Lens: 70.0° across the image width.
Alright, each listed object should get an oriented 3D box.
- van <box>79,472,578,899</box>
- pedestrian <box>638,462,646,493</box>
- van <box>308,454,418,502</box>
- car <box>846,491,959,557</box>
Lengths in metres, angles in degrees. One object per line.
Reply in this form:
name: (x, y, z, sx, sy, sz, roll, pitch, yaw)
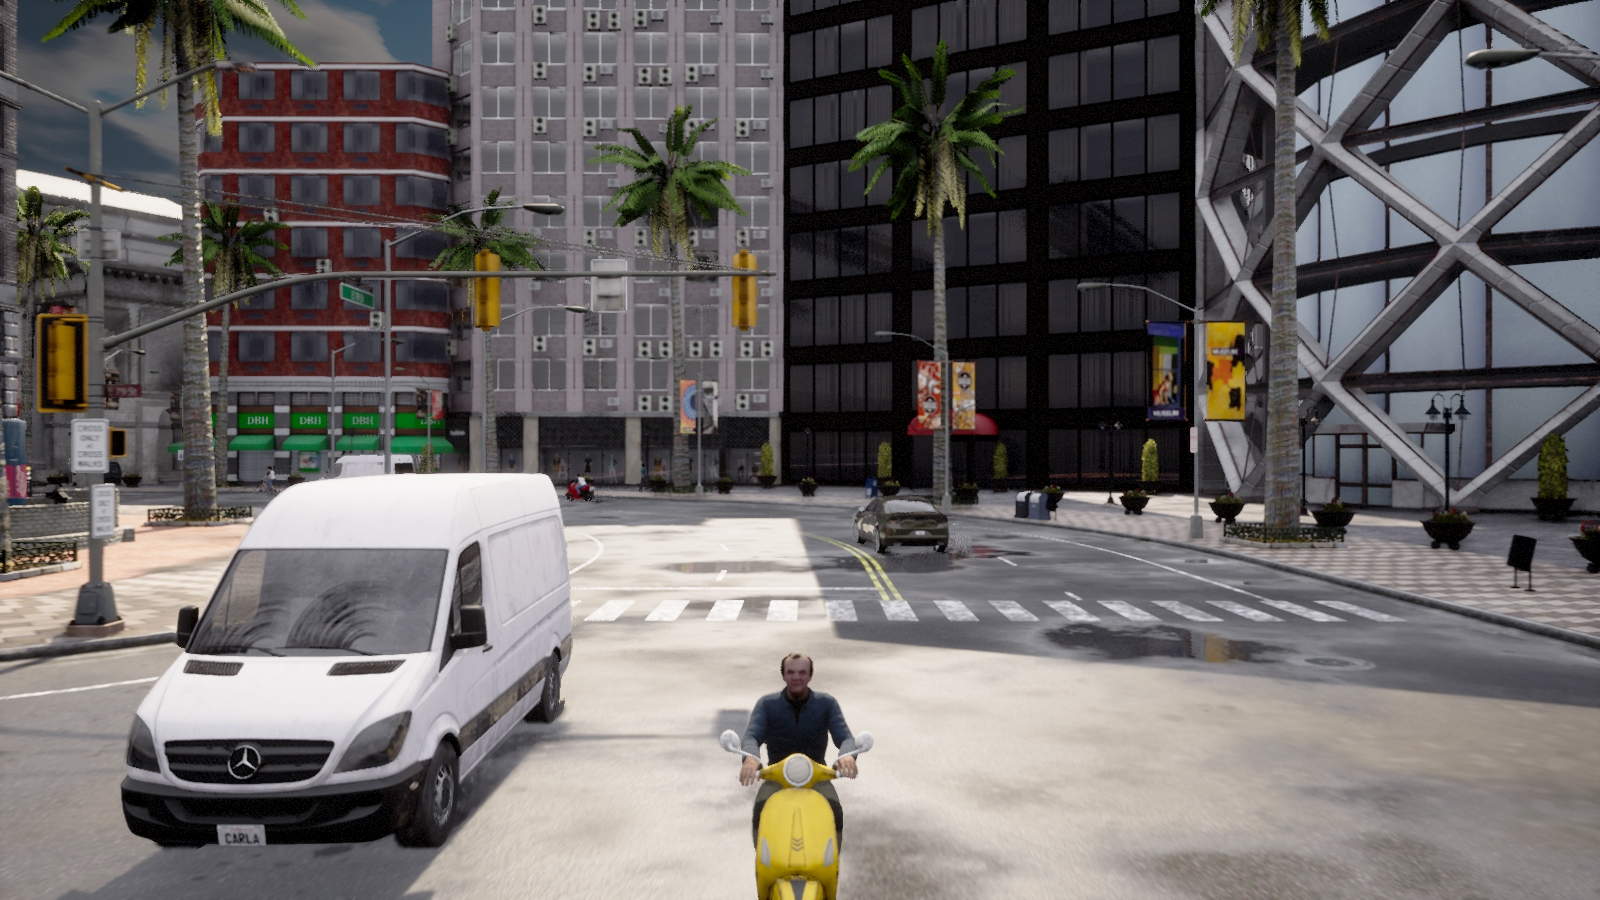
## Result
van: (-3.517, 1.534, 10.089, 1.988, 2.561, 5.915, 0, 0, 0)
pedestrian: (-9.749, 1.700, 70.454, 0.375, 1.860, 0.375, 0, 0, 13)
van: (-24.426, 1.536, 63.843, 5.915, 2.561, 1.988, 0, 0, 21)
car: (2.805, 2.035, 32.546, 2.097, 1.535, 5.006, 0, 0, -8)
